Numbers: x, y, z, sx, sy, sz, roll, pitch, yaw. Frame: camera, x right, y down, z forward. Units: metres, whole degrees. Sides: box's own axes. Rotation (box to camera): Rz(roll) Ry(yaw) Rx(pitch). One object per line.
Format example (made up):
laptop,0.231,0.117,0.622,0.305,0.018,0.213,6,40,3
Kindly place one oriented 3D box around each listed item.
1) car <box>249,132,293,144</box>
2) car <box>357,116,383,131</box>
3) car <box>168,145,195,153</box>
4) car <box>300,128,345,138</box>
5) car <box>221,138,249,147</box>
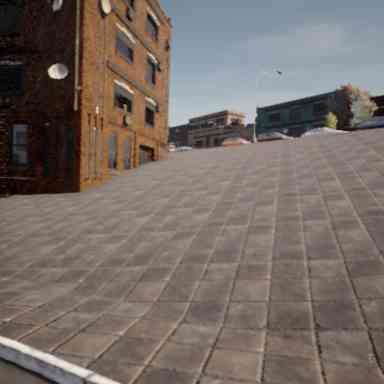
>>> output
car,8.449,-5.276,33.847,2.185,1.767,4.553,1,2,-34
car,14.755,-4.853,24.637,2.185,1.767,4.553,1,2,-34
car,-0.891,-5.752,47.486,2.231,1.521,4.892,1,2,-34
car,11.649,-4.896,29.170,2.002,1.452,4.674,1,2,-34
car,5.333,-5.481,38.399,2.185,1.767,4.553,1,2,-34
